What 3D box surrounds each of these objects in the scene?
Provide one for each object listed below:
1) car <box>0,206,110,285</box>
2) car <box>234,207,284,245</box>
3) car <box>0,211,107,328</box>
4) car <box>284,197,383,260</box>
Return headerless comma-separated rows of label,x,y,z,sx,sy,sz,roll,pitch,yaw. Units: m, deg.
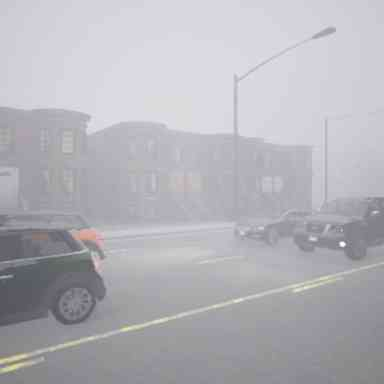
car,-4.831,1.351,9.111,4.553,1.767,2.097,0,0,-35
car,4.121,1.487,15.469,4.902,1.511,2.128,0,0,-35
car,-3.865,1.351,5.512,4.553,1.767,2.097,0,0,-35
car,6.313,1.218,12.736,5.566,2.045,2.150,0,0,-35
